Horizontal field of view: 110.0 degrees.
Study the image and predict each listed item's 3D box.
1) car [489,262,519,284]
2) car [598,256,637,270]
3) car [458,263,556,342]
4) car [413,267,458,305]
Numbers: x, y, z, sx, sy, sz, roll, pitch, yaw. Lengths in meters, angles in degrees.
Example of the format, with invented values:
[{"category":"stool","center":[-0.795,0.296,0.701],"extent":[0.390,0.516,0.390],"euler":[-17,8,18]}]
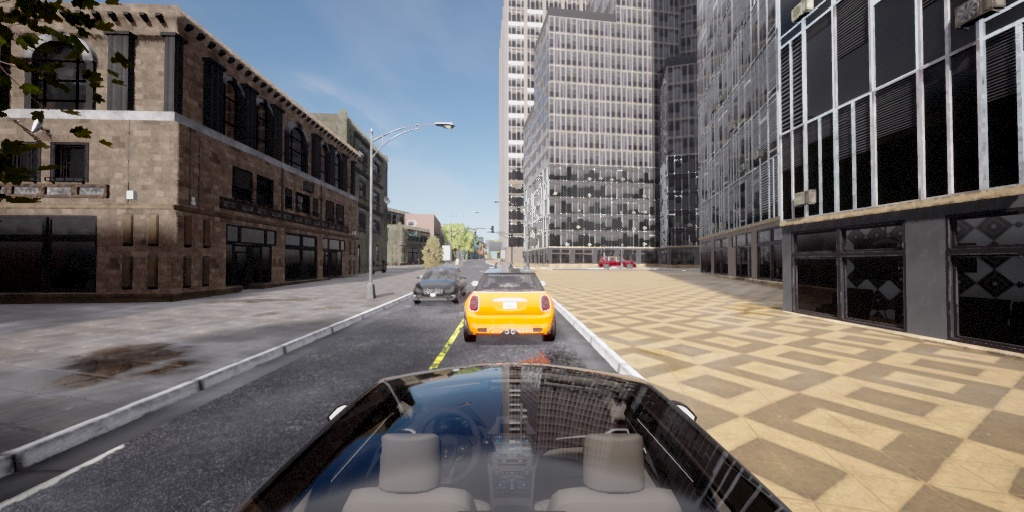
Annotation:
[{"category":"car","center":[-0.707,1.248,27.985],"extent":[2.128,1.511,4.902],"euler":[0,0,-3]},{"category":"car","center":[14.171,0.952,48.440],"extent":[5.009,1.841,2.192],"euler":[0,0,15]},{"category":"car","center":[-0.085,1.104,9.962],"extent":[2.097,1.767,4.553],"euler":[0,0,-1]},{"category":"car","center":[-3.125,1.257,16.234],"extent":[1.837,1.490,4.892],"euler":[0,0,-2]}]
